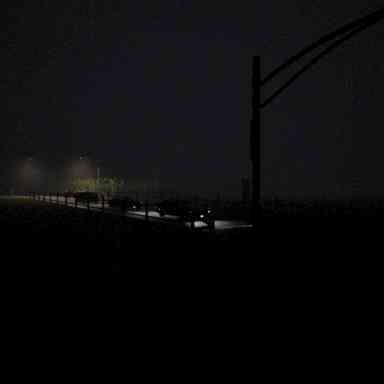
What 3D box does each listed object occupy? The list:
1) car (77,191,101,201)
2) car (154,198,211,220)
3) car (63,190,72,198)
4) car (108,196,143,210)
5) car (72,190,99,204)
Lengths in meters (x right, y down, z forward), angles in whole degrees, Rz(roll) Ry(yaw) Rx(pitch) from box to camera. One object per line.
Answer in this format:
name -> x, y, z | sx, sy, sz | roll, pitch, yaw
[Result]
car -> -16.654, 0.603, 53.590 | 2.033, 1.411, 5.357 | 0, 1, -35
car -> -0.847, 1.180, 24.367 | 2.033, 1.411, 5.357 | 0, 1, -35
car -> -22.517, 0.355, 62.022 | 1.882, 1.535, 5.008 | 0, 1, -35
car -> -6.583, 1.051, 32.620 | 1.895, 1.301, 4.718 | 0, 1, -35
car -> -13.364, 0.715, 42.401 | 1.882, 1.535, 5.008 | 0, 1, -35
